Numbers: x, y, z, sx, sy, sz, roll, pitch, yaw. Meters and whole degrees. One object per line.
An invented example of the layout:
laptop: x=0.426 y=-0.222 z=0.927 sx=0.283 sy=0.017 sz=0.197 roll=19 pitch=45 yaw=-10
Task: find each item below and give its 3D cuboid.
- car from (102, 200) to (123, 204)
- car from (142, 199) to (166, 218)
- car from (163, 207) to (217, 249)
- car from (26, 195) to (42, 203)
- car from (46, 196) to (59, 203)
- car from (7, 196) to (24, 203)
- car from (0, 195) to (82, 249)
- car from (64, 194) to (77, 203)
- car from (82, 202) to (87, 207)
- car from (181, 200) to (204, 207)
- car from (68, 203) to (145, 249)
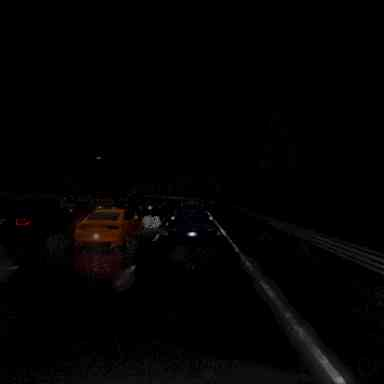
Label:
car: x=-6.975 y=1.495 z=29.639 sx=2.128 sy=1.511 sz=4.902 roll=0 pitch=0 yaw=0
car: x=-3.475 y=1.366 z=29.605 sx=2.097 sy=1.767 sz=4.553 roll=0 pitch=0 yaw=0
car: x=0.006 y=1.572 z=14.630 sx=1.994 sy=1.385 sz=4.181 roll=0 pitch=0 yaw=0
car: x=-32.570 y=1.469 z=68.710 sx=1.882 sy=1.535 sz=5.008 roll=0 pitch=0 yaw=-13
car: x=-29.200 y=1.510 z=69.658 sx=1.812 sy=1.442 sz=4.674 roll=0 pitch=0 yaw=-13
car: x=-35.933 y=1.591 z=67.734 sx=1.895 sy=1.301 sz=4.718 roll=0 pitch=0 yaw=-13
car: x=-6.994 y=1.258 z=14.669 sx=2.150 sy=2.045 sz=5.566 roll=0 pitch=0 yaw=0
car: x=-25.837 y=1.336 z=70.634 sx=2.097 sy=1.767 sz=4.553 roll=0 pitch=0 yaw=-13
car: x=-10.475 y=1.563 z=29.643 sx=2.033 sy=1.411 sz=5.357 roll=0 pitch=0 yaw=0
car: x=0.025 y=1.485 z=29.630 sx=1.882 sy=1.535 sz=5.008 roll=0 pitch=0 yaw=0
car: x=-3.494 y=1.485 z=14.635 sx=1.882 sy=1.535 sz=5.008 roll=0 pitch=0 yaw=0
